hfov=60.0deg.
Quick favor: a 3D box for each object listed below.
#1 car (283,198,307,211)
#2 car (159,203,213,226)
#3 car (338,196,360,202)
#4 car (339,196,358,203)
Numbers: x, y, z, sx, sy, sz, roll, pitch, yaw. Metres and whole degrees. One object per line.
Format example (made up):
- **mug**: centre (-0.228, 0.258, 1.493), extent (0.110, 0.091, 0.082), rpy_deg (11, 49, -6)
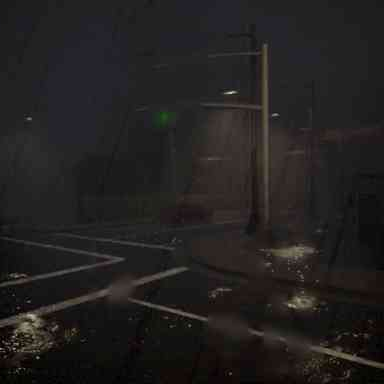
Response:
- **car**: centre (13.464, 1.586, 43.335), extent (2.128, 1.511, 4.902), rpy_deg (-1, -1, 37)
- **car**: centre (-0.353, 1.554, 24.394), extent (1.882, 1.535, 5.008), rpy_deg (-1, 0, 36)
- **car**: centre (33.564, 1.418, 71.175), extent (4.536, 1.218, 1.853), rpy_deg (0, 0, -29)
- **car**: centre (33.520, 1.575, 71.148), extent (4.974, 1.542, 2.038), rpy_deg (0, 0, -29)
